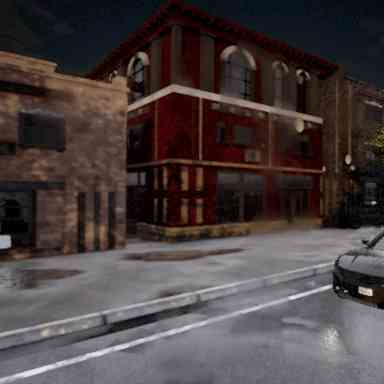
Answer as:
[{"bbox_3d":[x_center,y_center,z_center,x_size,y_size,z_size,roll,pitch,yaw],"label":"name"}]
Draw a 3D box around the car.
[{"bbox_3d":[5.096,1.479,7.316,5.008,1.535,1.882,0,0,-35],"label":"car"}]
